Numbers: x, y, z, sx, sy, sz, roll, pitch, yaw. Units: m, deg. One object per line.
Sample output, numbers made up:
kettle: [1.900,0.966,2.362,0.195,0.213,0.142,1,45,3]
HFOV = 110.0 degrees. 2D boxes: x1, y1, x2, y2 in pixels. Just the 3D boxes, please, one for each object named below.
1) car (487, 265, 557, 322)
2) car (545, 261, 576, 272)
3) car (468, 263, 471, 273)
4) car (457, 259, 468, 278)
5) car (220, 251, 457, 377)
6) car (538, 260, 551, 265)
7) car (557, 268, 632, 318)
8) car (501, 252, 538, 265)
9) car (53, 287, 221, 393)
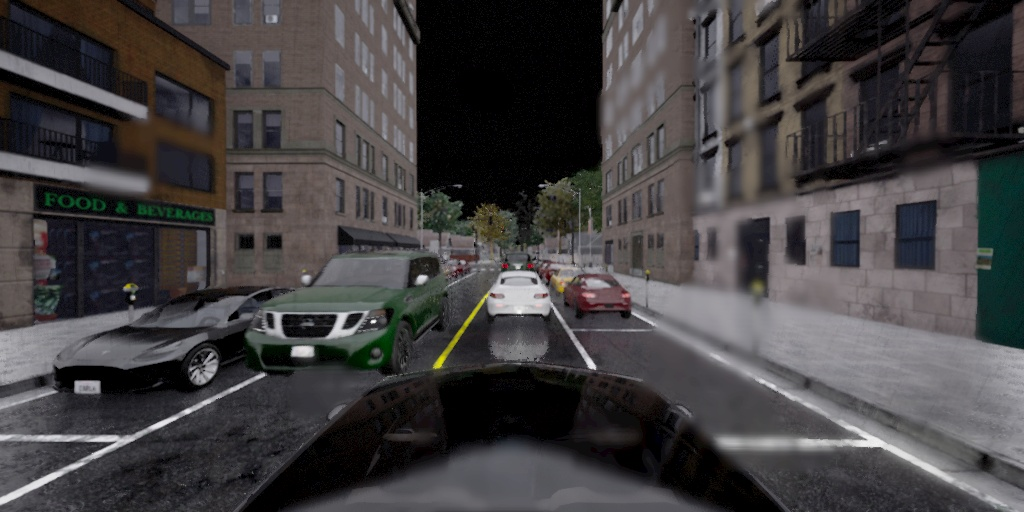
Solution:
car: [0.215,1.177,11.657,1.812,1.442,4.674,0,1,1]
car: [2.838,1.120,17.819,1.751,1.417,4.829,0,0,1]
car: [-4.964,1.022,34.309,1.802,1.307,4.207,0,0,1]
car: [-5.039,0.931,28.791,1.967,1.591,4.097,0,0,1]
car: [-2.787,0.913,7.609,2.150,2.045,5.566,0,1,1]
car: [2.910,1.088,23.166,1.888,1.381,4.507,0,0,1]
car: [2.760,1.229,12.131,1.802,1.307,4.207,0,0,1]
car: [0.395,0.750,24.844,2.150,2.045,5.566,0,1,1]
car: [-5.339,1.266,6.719,1.948,1.339,4.313,0,0,1]
